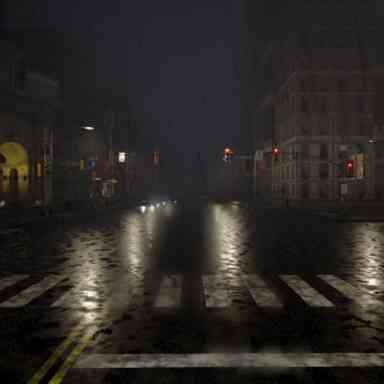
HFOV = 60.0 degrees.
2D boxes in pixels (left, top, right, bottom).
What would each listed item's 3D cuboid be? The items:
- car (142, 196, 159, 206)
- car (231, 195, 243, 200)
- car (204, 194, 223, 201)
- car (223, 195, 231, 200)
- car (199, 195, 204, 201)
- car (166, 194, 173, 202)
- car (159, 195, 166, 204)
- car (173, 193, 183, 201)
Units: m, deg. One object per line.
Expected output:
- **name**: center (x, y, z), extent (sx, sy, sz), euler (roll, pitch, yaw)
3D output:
- **car**: center (-7.026, 1.601, 54.516), extent (1.895, 1.301, 4.718), euler (0, 0, 1)
- **car**: center (12.491, 1.500, 94.191), extent (1.837, 1.490, 4.892), euler (0, 0, 41)
- **car**: center (5.309, 1.525, 80.564), extent (2.128, 1.511, 4.902), euler (0, 0, 19)
- **car**: center (8.270, 1.466, 94.411), extent (1.882, 1.535, 5.008), euler (0, 0, 38)
- **car**: center (3.319, 1.524, 85.422), extent (1.812, 1.442, 4.674), euler (0, 0, 22)
- **car**: center (-6.440, 1.525, 75.886), extent (2.128, 1.511, 4.902), euler (0, 0, 7)
- **car**: center (-6.979, 1.491, 65.733), extent (2.128, 1.511, 4.902), euler (0, 0, 1)
- **car**: center (-3.966, 1.224, 85.950), extent (2.150, 2.045, 5.566), euler (0, 0, 19)
